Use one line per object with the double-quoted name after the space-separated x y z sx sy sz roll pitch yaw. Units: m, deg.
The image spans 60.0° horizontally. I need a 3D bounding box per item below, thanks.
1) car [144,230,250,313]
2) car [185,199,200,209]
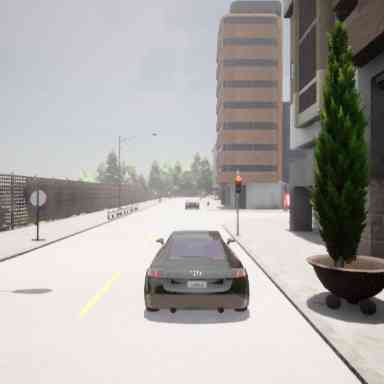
0.085 1.562 7.730 1.994 1.385 4.181 0 0 0 "car"
0.028 1.590 43.872 1.895 1.301 4.718 0 0 -1 "car"
